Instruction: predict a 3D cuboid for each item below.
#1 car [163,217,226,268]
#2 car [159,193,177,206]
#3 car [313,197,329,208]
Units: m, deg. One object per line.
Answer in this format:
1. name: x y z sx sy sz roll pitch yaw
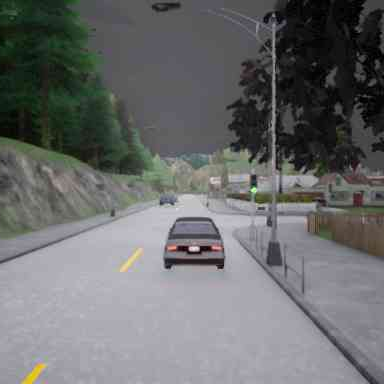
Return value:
1. car: 0.073 1.548 11.289 2.033 1.411 5.357 0 0 0
2. car: -4.077 1.225 54.475 2.150 2.045 5.566 0 0 0
3. car: 15.775 1.302 42.373 1.994 1.381 4.181 0 0 0
